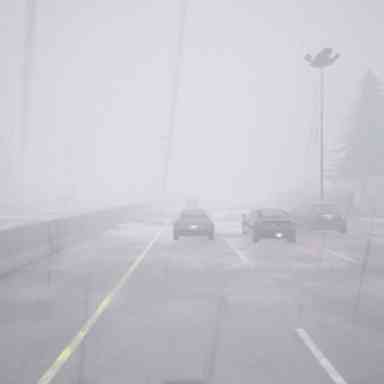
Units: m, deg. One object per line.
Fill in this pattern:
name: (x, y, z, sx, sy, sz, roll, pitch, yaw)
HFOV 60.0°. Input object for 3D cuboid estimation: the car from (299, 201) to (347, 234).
car: (7.074, 1.351, 19.327, 2.097, 1.767, 4.553, 0, 0, 0)

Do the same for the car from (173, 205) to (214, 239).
car: (0.080, 1.563, 17.197, 1.994, 1.385, 4.181, 0, 0, 0)

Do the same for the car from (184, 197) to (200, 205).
car: (0.000, 1.502, 44.800, 1.837, 1.490, 4.892, 0, 0, 0)

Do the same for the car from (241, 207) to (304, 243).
car: (3.584, 1.505, 16.116, 1.837, 1.490, 4.892, 0, 0, 0)
